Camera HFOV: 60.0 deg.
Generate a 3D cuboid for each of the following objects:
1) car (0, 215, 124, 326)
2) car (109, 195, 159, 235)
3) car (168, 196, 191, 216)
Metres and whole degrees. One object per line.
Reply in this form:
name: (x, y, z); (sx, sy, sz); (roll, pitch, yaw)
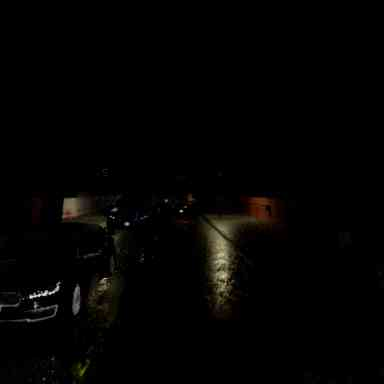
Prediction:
car: (-2.962, 1.499, 7.343); (1.837, 1.490, 4.892); (0, 0, -1)
car: (-3.284, 1.188, 19.083); (2.150, 2.045, 5.566); (0, 1, -2)
car: (-1.115, 1.435, 32.065); (1.837, 1.490, 4.892); (0, 0, -4)
